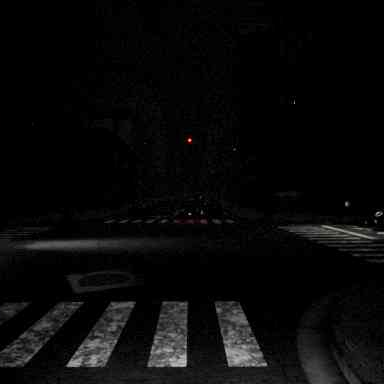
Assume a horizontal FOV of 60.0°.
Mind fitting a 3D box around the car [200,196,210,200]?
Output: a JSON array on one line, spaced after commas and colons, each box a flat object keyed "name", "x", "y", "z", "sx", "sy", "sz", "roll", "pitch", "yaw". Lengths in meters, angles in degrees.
[{"name": "car", "x": 2.352, "y": 1.641, "z": 47.112, "sx": 1.802, "sy": 1.307, "sz": 4.206, "roll": 0, "pitch": 0, "yaw": 0}]

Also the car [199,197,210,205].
[{"name": "car", "x": 2.373, "y": 1.647, "z": 63.644, "sx": 2.008, "sy": 1.369, "sz": 4.403, "roll": 0, "pitch": 0, "yaw": 0}]

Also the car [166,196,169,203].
[{"name": "car", "x": -5.658, "y": 1.634, "z": 58.143, "sx": 2.008, "sy": 1.369, "sz": 4.403, "roll": 0, "pitch": 0, "yaw": 0}]

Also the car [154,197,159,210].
[{"name": "car", "x": -5.679, "y": 1.489, "z": 41.612, "sx": 1.967, "sy": 1.590, "sz": 4.097, "roll": 0, "pitch": 0, "yaw": 0}]

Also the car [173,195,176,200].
[{"name": "car", "x": -5.630, "y": 1.694, "z": 80.186, "sx": 2.008, "sy": 1.369, "sz": 4.403, "roll": 0, "pitch": 0, "yaw": 0}]

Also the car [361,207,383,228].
[{"name": "car", "x": 13.001, "y": 1.304, "z": 20.607, "sx": 4.553, "sy": 1.767, "sz": 2.097, "roll": 0, "pitch": 0, "yaw": 0}]

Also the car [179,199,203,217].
[{"name": "car", "x": -0.169, "y": 1.633, "z": 31.372, "sx": 1.895, "sy": 1.301, "sz": 4.718, "roll": 0, "pitch": 0, "yaw": 0}]

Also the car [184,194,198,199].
[{"name": "car", "x": -0.163, "y": 1.601, "z": 63.316, "sx": 1.837, "sy": 1.490, "sz": 4.892, "roll": 0, "pitch": 0, "yaw": 0}]

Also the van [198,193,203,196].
[{"name": "van", "x": 2.366, "y": 1.424, "z": 58.134, "sx": 1.690, "sy": 1.788, "sz": 3.998, "roll": 0, "pitch": 0, "yaw": 0}]

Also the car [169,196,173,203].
[{"name": "car", "x": -5.645, "y": 1.552, "z": 69.165, "sx": 1.967, "sy": 1.590, "sz": 4.097, "roll": 0, "pitch": 0, "yaw": 0}]

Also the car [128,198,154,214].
[{"name": "car", "x": -5.687, "y": 1.480, "z": 36.101, "sx": 1.967, "sy": 1.590, "sz": 4.097, "roll": 0, "pitch": 0, "yaw": 0}]

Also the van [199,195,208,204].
[{"name": "van", "x": 2.380, "y": 1.453, "z": 69.155, "sx": 1.690, "sy": 1.788, "sz": 3.998, "roll": 0, "pitch": 0, "yaw": 0}]

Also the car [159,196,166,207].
[{"name": "car", "x": -5.665, "y": 1.653, "z": 52.633, "sx": 1.802, "sy": 1.307, "sz": 4.206, "roll": 0, "pitch": 0, "yaw": 0}]

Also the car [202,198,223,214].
[{"name": "car", "x": 2.338, "y": 1.606, "z": 36.090, "sx": 1.947, "sy": 1.339, "sz": 4.313, "roll": 0, "pitch": 0, "yaw": 0}]

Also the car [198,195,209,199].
[{"name": "car", "x": 2.359, "y": 1.637, "z": 52.623, "sx": 1.947, "sy": 1.339, "sz": 4.313, "roll": 0, "pitch": 0, "yaw": 0}]
